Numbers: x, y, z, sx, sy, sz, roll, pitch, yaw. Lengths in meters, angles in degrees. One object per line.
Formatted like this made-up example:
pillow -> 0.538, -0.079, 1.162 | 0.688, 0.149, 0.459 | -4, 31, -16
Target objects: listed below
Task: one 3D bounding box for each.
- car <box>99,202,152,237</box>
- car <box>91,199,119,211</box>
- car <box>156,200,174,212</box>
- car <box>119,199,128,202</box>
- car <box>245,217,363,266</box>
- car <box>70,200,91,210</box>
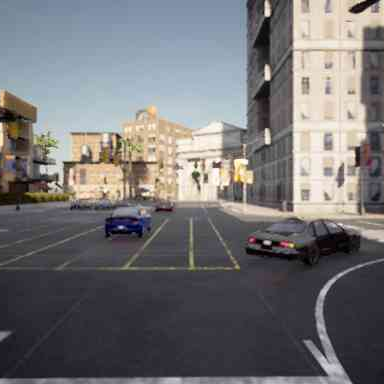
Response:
car -> -3.399, 1.545, 18.425 | 1.882, 1.535, 5.008 | 0, 0, 0
car -> -11.523, 1.689, 44.450 | 1.812, 1.442, 4.674 | 0, 0, 1
car -> -3.399, 1.718, 41.930 | 1.994, 1.385, 4.181 | 0, 0, 0
car -> -11.516, 1.797, 53.557 | 1.895, 1.301, 4.718 | 0, 0, 0
car -> 4.131, 1.591, 11.787 | 5.357, 1.411, 2.033 | 0, 0, -43
car -> -15.006, 1.730, 45.278 | 1.994, 1.385, 4.181 | 0, 0, 0
